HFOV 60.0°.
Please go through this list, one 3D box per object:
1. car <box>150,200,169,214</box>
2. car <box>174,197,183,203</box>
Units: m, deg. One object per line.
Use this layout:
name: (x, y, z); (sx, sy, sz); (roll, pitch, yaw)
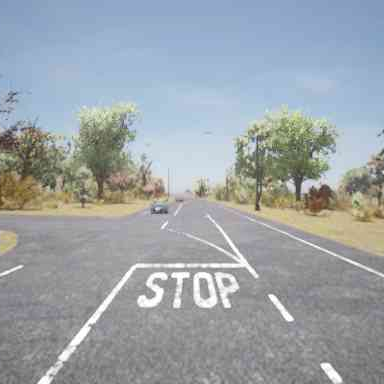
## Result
car: (-3.597, 1.670, 37.401); (2.128, 1.511, 4.902); (0, 0, 0)
car: (-3.313, 1.894, 84.905); (1.882, 1.535, 5.008); (0, 0, 5)
